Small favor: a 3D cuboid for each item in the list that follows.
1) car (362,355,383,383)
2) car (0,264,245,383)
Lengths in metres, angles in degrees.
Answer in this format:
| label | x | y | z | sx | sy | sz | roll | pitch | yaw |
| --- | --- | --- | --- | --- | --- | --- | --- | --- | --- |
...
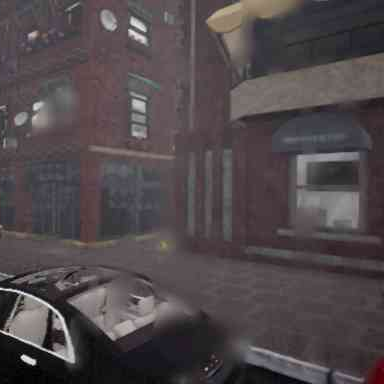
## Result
| label | x | y | z | sx | sy | sz | roll | pitch | yaw |
| --- | --- | --- | --- | --- | --- | --- | --- | --- | --- |
| car | 2.950 | 1.316 | 0.600 | 5.009 | 1.841 | 2.192 | 0 | 1 | 36 |
| car | -1.565 | 1.549 | 3.827 | 4.403 | 1.369 | 2.008 | 0 | 1 | 36 |
